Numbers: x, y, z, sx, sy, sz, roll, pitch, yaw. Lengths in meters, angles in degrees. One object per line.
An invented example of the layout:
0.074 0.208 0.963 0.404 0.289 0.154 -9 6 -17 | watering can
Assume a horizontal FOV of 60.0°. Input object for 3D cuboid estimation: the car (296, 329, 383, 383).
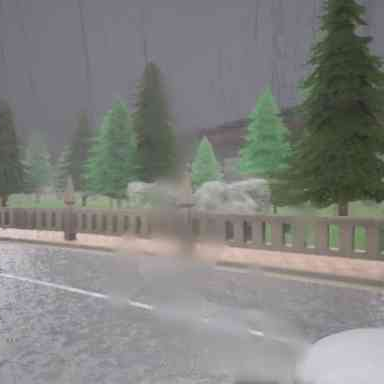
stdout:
2.911 1.507 1.729 4.674 1.442 1.812 0 0 36 | car
